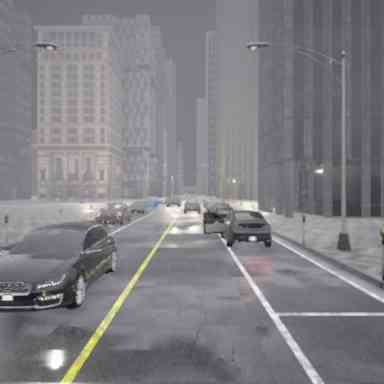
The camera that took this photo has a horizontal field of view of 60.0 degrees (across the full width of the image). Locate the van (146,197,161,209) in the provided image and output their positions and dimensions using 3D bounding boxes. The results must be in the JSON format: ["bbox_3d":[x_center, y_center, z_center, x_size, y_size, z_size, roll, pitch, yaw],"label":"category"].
[{"bbox_3d":[-5.760,1.533,47.436,1.690,1.788,3.998,0,0,0],"label":"van"}]

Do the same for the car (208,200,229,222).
[{"bbox_3d":[2.763,1.695,30.513,1.947,1.339,4.313,0,0,0],"label":"car"}]

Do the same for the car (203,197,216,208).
[{"bbox_3d":[2.766,1.652,53.077,1.967,1.590,4.097,0,0,0],"label":"car"}]

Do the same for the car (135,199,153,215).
[{"bbox_3d":[-5.761,1.716,36.154,1.947,1.339,4.313,0,0,0],"label":"car"}]

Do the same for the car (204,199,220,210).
[{"bbox_3d":[2.766,1.743,47.435,2.008,1.369,4.403,0,0,0],"label":"car"}]

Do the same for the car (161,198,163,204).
[{"bbox_3d":[-5.757,1.800,64.358,2.008,1.369,4.403,0,0,0],"label":"car"}]

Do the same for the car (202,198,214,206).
[{"bbox_3d":[2.767,1.782,58.718,2.008,1.369,4.403,0,0,0],"label":"car"}]

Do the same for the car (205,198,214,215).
[{"bbox_3d":[2.765,1.698,41.965,1.752,1.417,4.829,0,0,0],"label":"car"}]

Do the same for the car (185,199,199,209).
[{"bbox_3d":[0.006,1.802,49.901,1.895,1.301,4.718,0,0,0],"label":"car"}]

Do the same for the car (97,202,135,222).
[{"bbox_3d":[-5.763,1.547,24.872,1.967,1.590,4.097,0,0,0],"label":"car"}]

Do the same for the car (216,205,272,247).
[{"bbox_3d":[2.357,1.572,15.328,1.837,1.490,4.892,0,0,0],"label":"car"}]

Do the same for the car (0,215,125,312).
[{"bbox_3d":[-3.099,1.540,8.026,1.837,1.490,4.892,0,0,0],"label":"car"}]

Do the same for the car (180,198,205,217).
[{"bbox_3d":[0.041,1.649,37.622,2.128,1.511,4.902,0,0,1],"label":"car"}]

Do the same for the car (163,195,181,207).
[{"bbox_3d":[-2.994,1.446,54.776,2.150,2.045,5.566,0,0,0],"label":"car"}]
